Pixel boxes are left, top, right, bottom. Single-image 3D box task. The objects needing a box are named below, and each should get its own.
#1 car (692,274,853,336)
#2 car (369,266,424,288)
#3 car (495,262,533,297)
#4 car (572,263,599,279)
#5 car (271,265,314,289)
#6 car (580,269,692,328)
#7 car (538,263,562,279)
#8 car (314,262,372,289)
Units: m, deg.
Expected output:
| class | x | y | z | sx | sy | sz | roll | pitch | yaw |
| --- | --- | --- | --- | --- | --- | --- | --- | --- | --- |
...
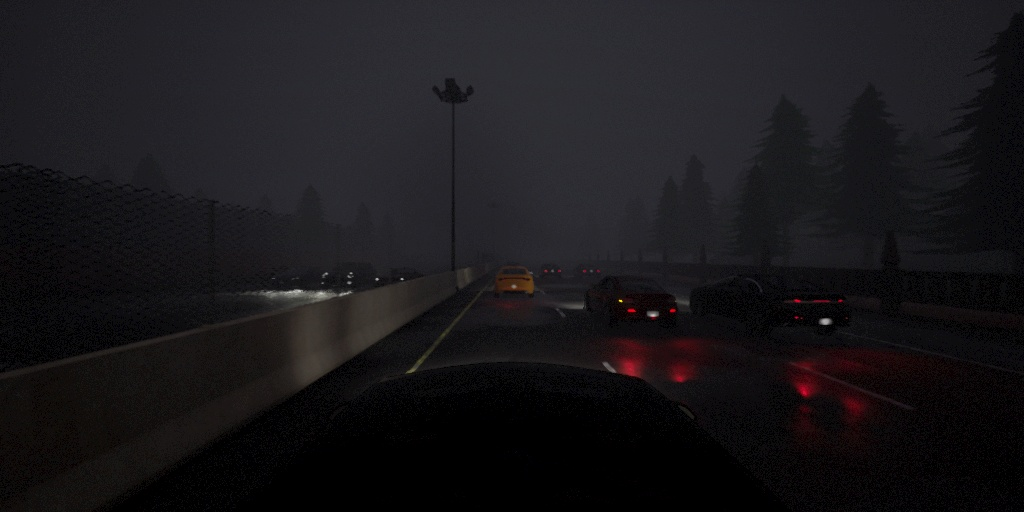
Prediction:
| class | x | y | z | sx | sy | sz | roll | pitch | yaw |
| --- | --- | --- | --- | --- | --- | --- | --- | --- | --- |
| car | 7.101 | 1.273 | 10.542 | 2.128 | 1.511 | 4.902 | 0 | 0 | 0 |
| car | -7.098 | 1.423 | 22.922 | 1.895 | 1.301 | 4.718 | 0 | 0 | 0 |
| car | 0.100 | 1.288 | 19.365 | 1.882 | 1.535 | 5.008 | 0 | 0 | 0 |
| car | 7.100 | 1.410 | 34.516 | 2.033 | 1.411 | 5.357 | 0 | 0 | 0 |
| car | -14.096 | 1.352 | 24.307 | 1.812 | 1.442 | 4.674 | 0 | 0 | 0 |
| car | 3.601 | 1.309 | 11.450 | 1.812 | 1.442 | 4.674 | 0 | 0 | 0 |
| car | 3.599 | 1.410 | 34.405 | 2.033 | 1.411 | 5.357 | 0 | 0 | 0 |
| car | -10.596 | 1.176 | 23.680 | 2.097 | 1.767 | 4.553 | 0 | 0 | 0 |
